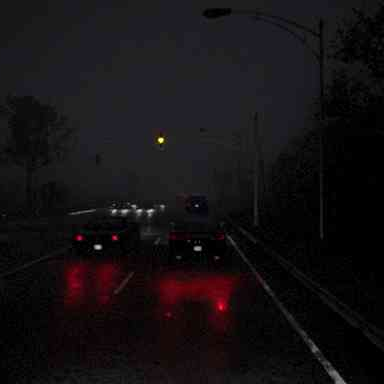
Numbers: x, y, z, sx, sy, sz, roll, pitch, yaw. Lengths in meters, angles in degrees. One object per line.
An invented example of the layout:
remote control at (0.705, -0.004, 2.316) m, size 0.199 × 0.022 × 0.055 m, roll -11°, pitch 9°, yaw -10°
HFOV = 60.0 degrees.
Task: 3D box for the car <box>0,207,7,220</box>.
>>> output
car at (-16.837, 1.604, 25.464) m, size 4.902 × 1.511 × 2.128 m, roll 0°, pitch 0°, yaw -1°

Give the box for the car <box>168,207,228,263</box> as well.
car at (0.198, 1.534, 12.276) m, size 1.882 × 1.535 × 5.008 m, roll 0°, pitch 0°, yaw 1°

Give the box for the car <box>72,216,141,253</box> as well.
car at (-3.321, 1.664, 13.934) m, size 1.895 × 1.301 × 4.718 m, roll 0°, pitch 0°, yaw 0°

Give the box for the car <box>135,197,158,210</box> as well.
car at (-6.471, 1.718, 47.734) m, size 1.837 × 1.490 × 4.892 m, roll 0°, pitch 0°, yaw 1°

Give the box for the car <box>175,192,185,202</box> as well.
car at (-2.544, 1.372, 70.635) m, size 2.033 × 1.411 × 5.357 m, roll 0°, pitch 3°, yaw 1°

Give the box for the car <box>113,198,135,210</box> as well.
car at (-9.971, 1.717, 47.732) m, size 1.837 × 1.490 × 4.892 m, roll 0°, pitch 0°, yaw 1°

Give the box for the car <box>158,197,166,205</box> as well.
car at (-6.180, 1.666, 63.368) m, size 1.812 × 1.442 × 4.674 m, roll 0°, pitch 2°, yaw 1°

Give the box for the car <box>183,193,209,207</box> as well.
car at (0.487, 1.371, 32.980) m, size 2.150 × 2.045 × 5.566 m, roll 0°, pitch 0°, yaw 1°

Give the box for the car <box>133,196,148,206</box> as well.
car at (-9.688, 1.628, 63.093) m, size 1.882 × 1.535 × 5.008 m, roll 0°, pitch 2°, yaw 1°

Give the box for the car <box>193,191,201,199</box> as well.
car at (1.114, 0.660, 80.998) m, size 1.882 × 1.535 × 5.008 m, roll 0°, pitch 3°, yaw 1°
